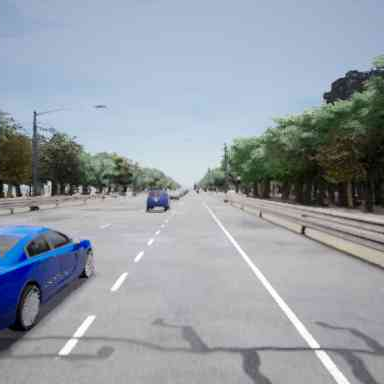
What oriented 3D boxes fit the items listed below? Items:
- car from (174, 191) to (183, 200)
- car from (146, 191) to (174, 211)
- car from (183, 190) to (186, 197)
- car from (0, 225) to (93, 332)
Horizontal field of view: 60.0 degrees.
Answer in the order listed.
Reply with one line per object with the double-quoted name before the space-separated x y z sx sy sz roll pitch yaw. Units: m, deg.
"car" -3.306 0.967 65.811 1.895 1.301 4.718 0 1 0
"car" -3.446 0.884 34.663 2.150 2.045 5.566 0 1 0
"car" -3.189 0.730 89.984 1.895 1.301 4.718 0 1 0
"car" -3.496 1.408 6.709 1.882 1.535 5.008 0 1 0
